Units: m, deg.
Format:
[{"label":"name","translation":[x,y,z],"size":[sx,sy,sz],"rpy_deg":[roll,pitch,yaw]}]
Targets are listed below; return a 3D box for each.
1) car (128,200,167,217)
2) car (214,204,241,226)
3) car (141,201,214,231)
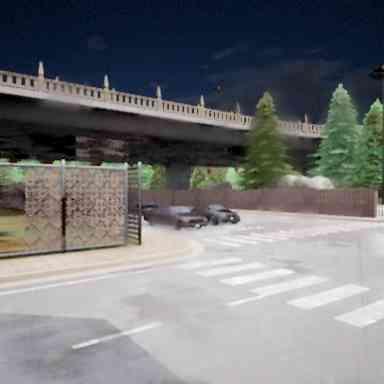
[{"label":"car","translation":[-4.288,1.552,31.641],"size":[1.994,1.385,4.181],"rpy_deg":[0,0,-36]},{"label":"car","translation":[1.478,1.552,23.569],"size":[1.994,1.385,4.181],"rpy_deg":[0,0,-36]},{"label":"car","translation":[-1.194,1.552,21.260],"size":[2.033,1.411,5.357],"rpy_deg":[0,0,-35]}]
